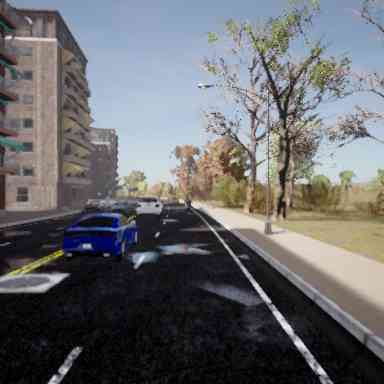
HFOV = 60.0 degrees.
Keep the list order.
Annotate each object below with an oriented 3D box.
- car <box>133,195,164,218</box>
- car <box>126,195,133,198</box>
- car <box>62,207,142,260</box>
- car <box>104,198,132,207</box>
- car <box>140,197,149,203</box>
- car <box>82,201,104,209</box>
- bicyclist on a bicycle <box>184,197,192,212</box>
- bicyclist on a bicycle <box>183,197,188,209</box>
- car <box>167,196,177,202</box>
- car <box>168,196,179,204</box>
[{"bbox_3d":[-3.927,1.371,31.443,2.150,2.045,5.566,0,0,-3],"label":"car"},{"bbox_3d":[-14.411,1.419,78.835,2.097,1.767,4.553,0,0,-7],"label":"car"},{"bbox_3d":[-3.308,1.542,12.791,1.882,1.535,5.008,0,0,-1],"label":"car"},{"bbox_3d":[-7.590,1.720,35.799,2.033,1.411,5.357,0,0,-3],"label":"car"},{"bbox_3d":[-10.874,1.783,76.525,1.895,1.301,4.718,0,0,-6],"label":"car"},{"bbox_3d":[-10.918,1.746,37.097,1.994,1.385,4.181,0,0,-3],"label":"car"},{"bbox_3d":[-0.300,1.633,39.548,0.582,1.620,1.656,0,-1,-3],"label":"bicyclist on a bicycle"},{"bbox_3d":[-0.950,1.594,49.457,0.659,1.776,1.843,0,0,-4],"label":"bicyclist on a bicycle"},{"bbox_3d":[-4.991,1.738,82.518,2.128,1.511,4.902,0,0,-7],"label":"car"},{"bbox_3d":[-3.860,1.799,72.183,1.882,1.535,5.008,0,0,-6],"label":"car"}]
